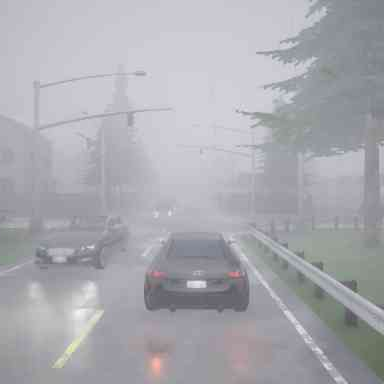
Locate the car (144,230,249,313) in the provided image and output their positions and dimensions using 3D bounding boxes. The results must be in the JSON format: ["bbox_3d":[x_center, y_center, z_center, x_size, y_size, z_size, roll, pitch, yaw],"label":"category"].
[{"bbox_3d":[0.101,1.564,7.755,1.994,1.385,4.181,0,0,1],"label":"car"}]

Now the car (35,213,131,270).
[{"bbox_3d":[-3.364,1.491,11.116,2.128,1.511,4.902,0,0,2],"label":"car"}]

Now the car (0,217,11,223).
[{"bbox_3d":[-14.999,1.476,22.748,4.902,1.511,2.128,0,0,1],"label":"car"}]

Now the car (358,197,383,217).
[{"bbox_3d":[16.087,1.206,26.047,5.566,2.045,2.150,0,0,1],"label":"car"}]

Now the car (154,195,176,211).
[{"bbox_3d":[-3.395,1.478,41.605,1.882,1.535,5.008,0,0,0],"label":"car"}]

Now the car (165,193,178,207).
[{"bbox_3d":[-3.340,1.221,52.262,2.150,2.045,5.566,0,0,0],"label":"car"}]
